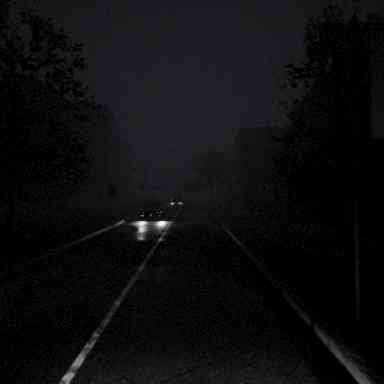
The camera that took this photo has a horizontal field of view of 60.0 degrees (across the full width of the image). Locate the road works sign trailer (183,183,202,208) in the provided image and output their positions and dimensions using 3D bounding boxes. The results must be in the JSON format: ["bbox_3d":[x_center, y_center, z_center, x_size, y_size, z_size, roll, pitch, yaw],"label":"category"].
[{"bbox_3d":[0.009,0.428,46.080,2.380,3.560,2.880,0,0,0],"label":"road works sign trailer"}]

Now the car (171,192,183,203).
[{"bbox_3d":[-3.127,1.081,68.262,2.150,2.045,5.566,0,1,0],"label":"car"}]

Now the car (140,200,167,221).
[{"bbox_3d":[-3.097,1.483,27.381,1.837,1.490,4.892,0,0,0],"label":"car"}]
